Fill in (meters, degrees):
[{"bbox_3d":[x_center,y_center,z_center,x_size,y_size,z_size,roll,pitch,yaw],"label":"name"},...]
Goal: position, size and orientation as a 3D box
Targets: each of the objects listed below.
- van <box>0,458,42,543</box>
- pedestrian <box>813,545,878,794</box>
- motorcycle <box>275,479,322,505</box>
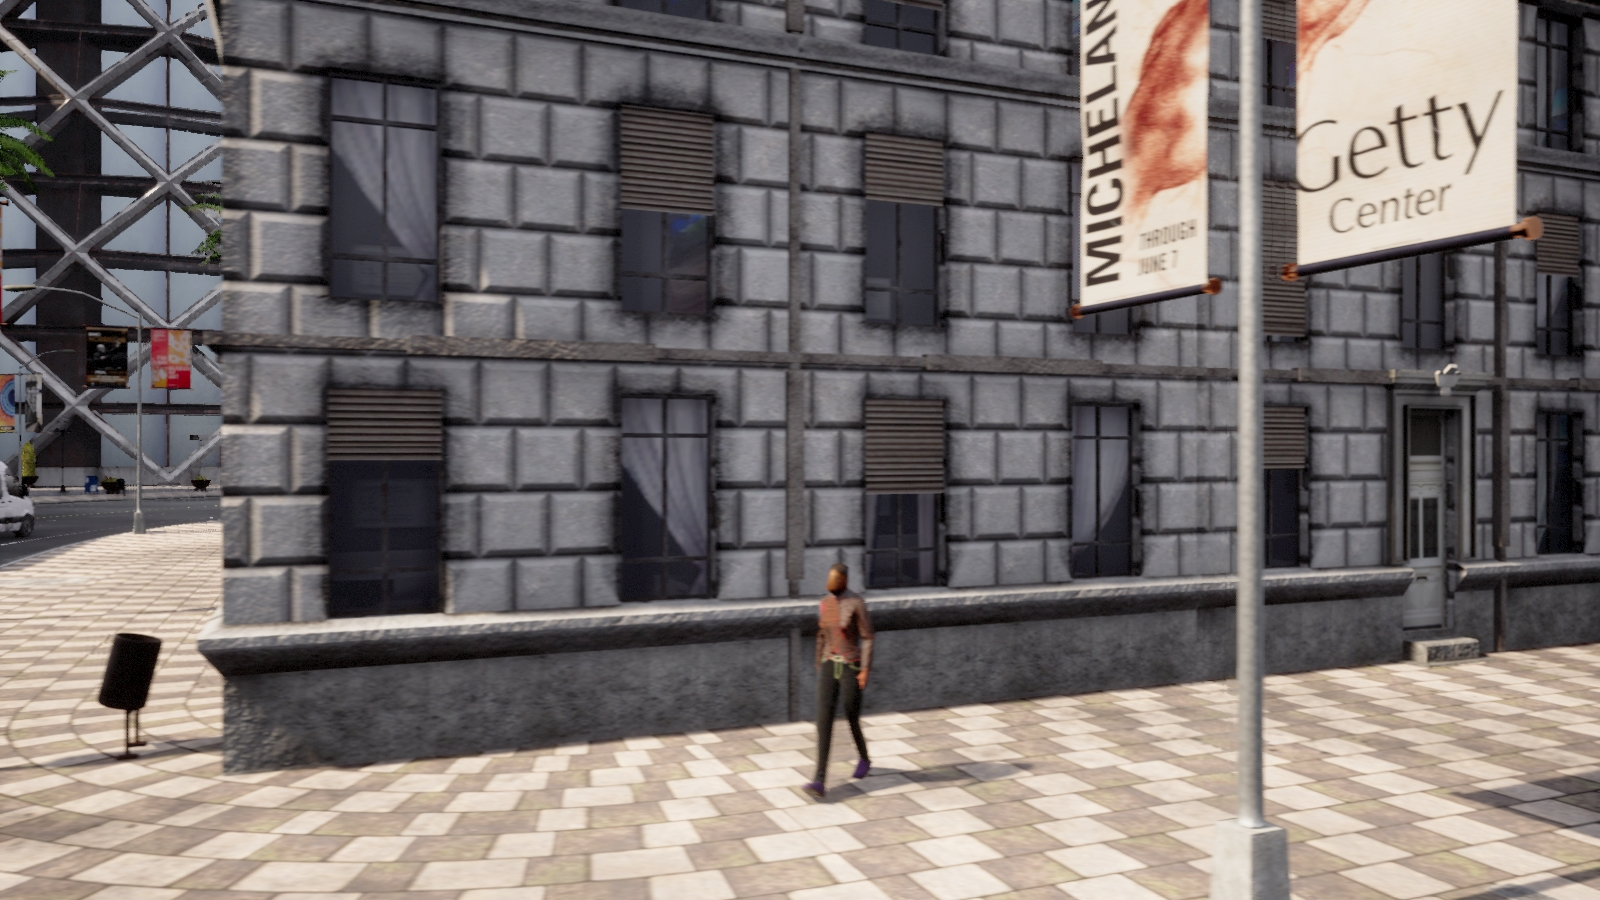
[{"bbox_3d":[-25.239,1.533,34.421,1.988,2.561,5.915,0,0,-12],"label":"van"},{"bbox_3d":[0.358,1.696,8.967,0.375,1.860,0.375,0,0,31],"label":"pedestrian"},{"bbox_3d":[-26.087,2.168,59.449,0.764,1.277,2.356,0,0,23],"label":"motorcycle"}]
